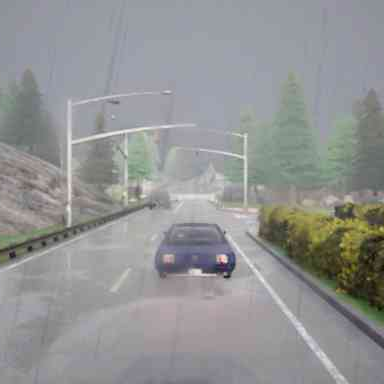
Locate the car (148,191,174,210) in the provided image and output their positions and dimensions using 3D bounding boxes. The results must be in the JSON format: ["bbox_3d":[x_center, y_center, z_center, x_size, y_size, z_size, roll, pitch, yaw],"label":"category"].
[{"bbox_3d":[-3.578,0.933,37.691,2.150,2.045,5.566,0,0,0],"label":"car"}]

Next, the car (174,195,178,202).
[{"bbox_3d":[-3.507,1.153,58.570,1.895,1.301,4.718,0,0,0],"label":"car"}]

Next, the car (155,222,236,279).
[{"bbox_3d":[0.084,1.525,9.768,1.895,1.301,4.718,0,0,0],"label":"car"}]
